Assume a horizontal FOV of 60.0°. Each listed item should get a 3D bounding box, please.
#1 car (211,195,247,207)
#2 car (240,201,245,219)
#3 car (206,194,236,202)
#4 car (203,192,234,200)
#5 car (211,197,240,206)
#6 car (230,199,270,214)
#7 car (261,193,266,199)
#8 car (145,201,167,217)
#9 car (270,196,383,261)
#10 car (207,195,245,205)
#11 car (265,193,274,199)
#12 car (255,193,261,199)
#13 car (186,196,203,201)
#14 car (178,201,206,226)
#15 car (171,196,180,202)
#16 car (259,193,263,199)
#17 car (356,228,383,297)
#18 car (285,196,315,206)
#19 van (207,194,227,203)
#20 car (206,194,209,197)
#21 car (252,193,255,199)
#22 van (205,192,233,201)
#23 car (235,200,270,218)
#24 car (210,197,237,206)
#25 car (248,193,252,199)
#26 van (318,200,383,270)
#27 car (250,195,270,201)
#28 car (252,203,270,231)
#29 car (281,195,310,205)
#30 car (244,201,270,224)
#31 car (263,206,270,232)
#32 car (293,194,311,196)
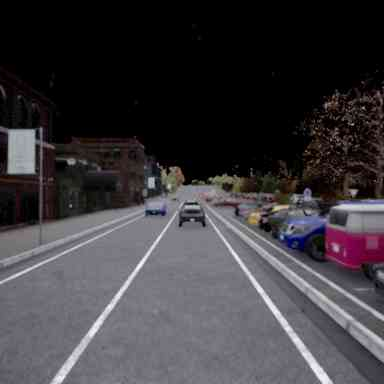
[{"bbox_3d":[5.764,1.721,52.387,4.674,1.452,2.002,1,0,0],"label":"car"},{"bbox_3d":[6.041,1.584,23.400,4.674,1.452,2.002,0,0,0],"label":"car"},{"bbox_3d":[5.676,1.684,63.377,4.792,1.488,2.163,0,0,0],"label":"car"},{"bbox_3d":[5.644,1.383,71.726,5.566,2.045,2.435,0,0,0],"label":"car"},{"bbox_3d":[5.757,1.697,57.811,4.792,1.488,2.163,0,0,0],"label":"car"},{"bbox_3d":[6.060,1.571,29.053,4.792,1.488,2.163,0,0,0],"label":"car"},{"bbox_3d":[18.747,1.626,74.570,5.008,1.535,2.097,0,0,0],"label":"car"},{"bbox_3d":[-3.495,1.634,33.030,1.882,1.535,5.008,0,0,0],"label":"car"},{"bbox_3d":[6.024,1.298,12.097,5.566,2.045,2.435,0,0,0],"label":"car"},{"bbox_3d":[5.553,1.671,55.027,5.366,1.575,1.946,0,0,0],"label":"car"},{"bbox_3d":[18.791,1.388,69.126,5.566,2.045,2.435,0,0,0],"label":"car"},{"bbox_3d":[18.740,1.478,82.925,4.553,1.767,2.185,0,0,0],"label":"car"},{"bbox_3d":[-0.111,1.647,41.532,2.128,1.511,4.902,0,0,-1],"label":"car"},{"bbox_3d":[0.007,1.636,24.591,1.837,1.490,4.892,0,0,0],"label":"car"},{"bbox_3d":[-3.707,1.543,74.499,2.033,1.411,5.357,0,0,0],"label":"car"},{"bbox_3d":[18.701,1.648,77.357,4.792,1.488,2.163,0,0,0],"label":"car"},{"bbox_3d":[6.062,1.593,6.446,4.674,1.452,2.002,0,0,0],"label":"car"},{"bbox_3d":[18.838,1.540,57.987,4.553,1.767,2.185,0,0,0],"label":"car"},{"bbox_3d":[5.545,1.401,74.509,4.442,1.987,1.878,0,0,0],"label":"van"},{"bbox_3d":[5.688,1.648,66.161,4.892,1.521,2.231,0,0,0],"label":"car"},{"bbox_3d":[18.704,1.597,85.711,4.892,1.521,2.231,0,0,0],"label":"car"},{"bbox_3d":[5.567,1.415,69.067,4.442,1.987,1.878,0,0,0],"label":"van"},{"bbox_3d":[6.037,1.583,26.226,4.674,1.452,2.002,0,0,0],"label":"car"},{"bbox_3d":[5.719,1.701,60.595,4.674,1.452,2.002,0,0,0],"label":"car"},{"bbox_3d":[18.659,1.336,88.494,5.566,2.045,2.435,0,0,0],"label":"car"},{"bbox_3d":[6.173,1.325,9.272,4.442,1.987,1.878,0,0,0],"label":"van"},{"bbox_3d":[18.680,1.578,91.282,5.008,1.535,2.097,0,0,0],"label":"car"},{"bbox_3d":[6.040,1.547,17.748,5.008,1.535,2.097,0,0,0],"label":"car"},{"bbox_3d":[18.827,1.534,60.771,4.553,1.767,2.185,0,0,0],"label":"car"},{"bbox_3d":[6.227,1.542,20.575,5.366,1.575,1.946,0,0,0],"label":"car"},{"bbox_3d":[6.054,1.548,14.923,5.008,1.535,2.097,0,0,0],"label":"car"},{"bbox_3d":[18.798,1.554,52.291,4.553,1.767,2.185,0,0,0],"label":"car"}]
